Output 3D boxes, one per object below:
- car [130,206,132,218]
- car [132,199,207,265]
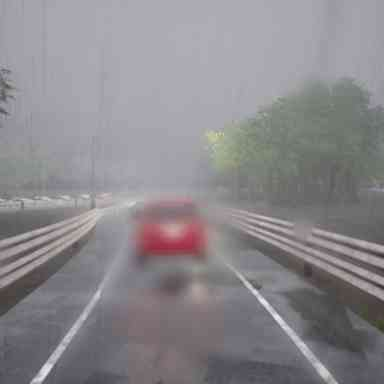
[{"bbox_3d":[-4.258,1.637,28.864,1.994,1.385,4.181,0,0,-14],"label":"car"},{"bbox_3d":[-0.836,1.260,12.031,2.150,2.045,5.566,0,0,-7],"label":"car"}]
